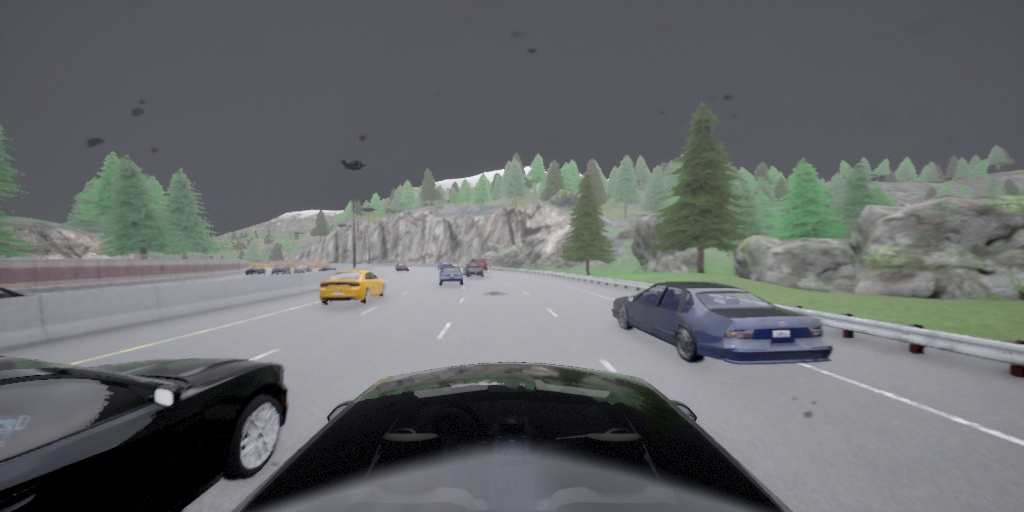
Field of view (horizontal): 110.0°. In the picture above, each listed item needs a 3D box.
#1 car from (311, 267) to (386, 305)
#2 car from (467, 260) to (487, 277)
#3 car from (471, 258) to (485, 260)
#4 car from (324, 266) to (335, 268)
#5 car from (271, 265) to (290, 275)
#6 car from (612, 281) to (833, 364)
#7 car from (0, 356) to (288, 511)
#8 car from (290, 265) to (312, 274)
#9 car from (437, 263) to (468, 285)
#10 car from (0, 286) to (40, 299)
[{"bbox_3d":[-7.615,1.438,17.571,1.882,1.535,5.008,0,-1,-6],"label":"car"},{"bbox_3d":[-4.415,1.557,40.212,2.128,1.511,4.902,-1,-1,-14],"label":"car"},{"bbox_3d":[-5.627,1.419,57.571,2.150,2.045,5.566,0,-1,-21],"label":"car"},{"bbox_3d":[-25.973,2.036,50.835,1.895,1.301,4.718,-1,0,-19],"label":"car"},{"bbox_3d":[-34.772,2.124,54.212,2.033,1.411,5.357,-1,0,-21],"label":"car"},{"bbox_3d":[4.015,1.284,8.120,2.033,1.411,5.357,-1,0,-5],"label":"car"},{"bbox_3d":[-3.274,1.273,1.760,1.882,1.535,5.008,0,0,-1],"label":"car"},{"bbox_3d":[-30.048,2.023,51.712,1.812,1.442,4.674,-1,0,-20],"label":"car"},{"bbox_3d":[-5.111,1.553,29.571,2.033,1.411,5.357,-1,0,-13],"label":"car"},{"bbox_3d":[-17.903,1.663,11.273,1.895,1.301,4.718,-1,0,-4],"label":"car"}]
